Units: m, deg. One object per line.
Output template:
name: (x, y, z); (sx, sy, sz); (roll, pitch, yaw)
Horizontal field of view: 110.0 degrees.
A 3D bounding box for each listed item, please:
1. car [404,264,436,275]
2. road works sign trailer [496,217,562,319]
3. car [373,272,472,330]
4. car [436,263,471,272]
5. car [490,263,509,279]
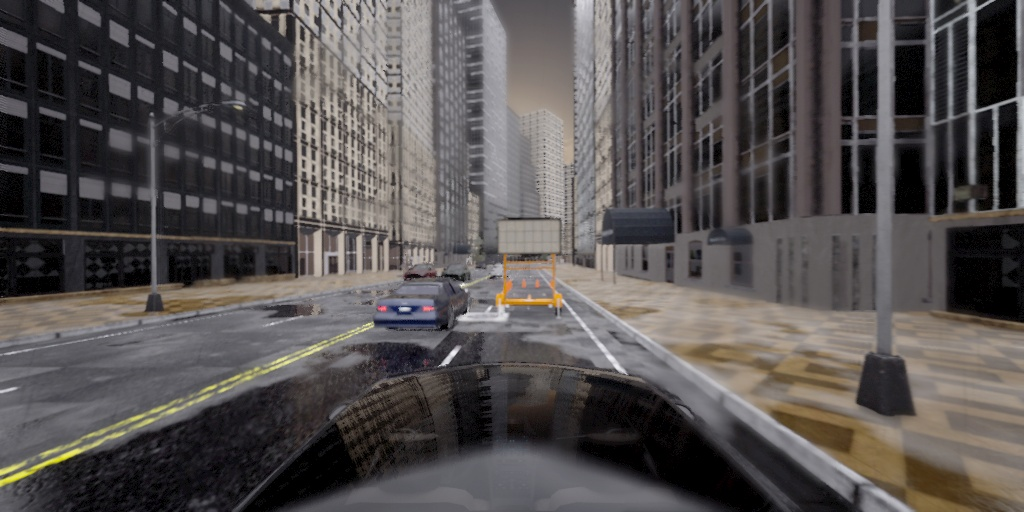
car: (-8.298, 1.503, 32.798); (2.097, 1.767, 4.553); (0, -1, 3)
road works sign trailer: (0.663, 0.342, 13.513); (2.380, 3.560, 2.880); (0, 0, 4)
car: (-2.592, 1.424, 11.573); (2.033, 1.411, 5.357); (0, -1, 3)
car: (-5.051, 1.481, 32.673); (2.097, 1.767, 4.553); (0, -1, 3)
car: (-1.282, 1.705, 39.388); (1.812, 1.442, 4.674); (0, 0, 3)
